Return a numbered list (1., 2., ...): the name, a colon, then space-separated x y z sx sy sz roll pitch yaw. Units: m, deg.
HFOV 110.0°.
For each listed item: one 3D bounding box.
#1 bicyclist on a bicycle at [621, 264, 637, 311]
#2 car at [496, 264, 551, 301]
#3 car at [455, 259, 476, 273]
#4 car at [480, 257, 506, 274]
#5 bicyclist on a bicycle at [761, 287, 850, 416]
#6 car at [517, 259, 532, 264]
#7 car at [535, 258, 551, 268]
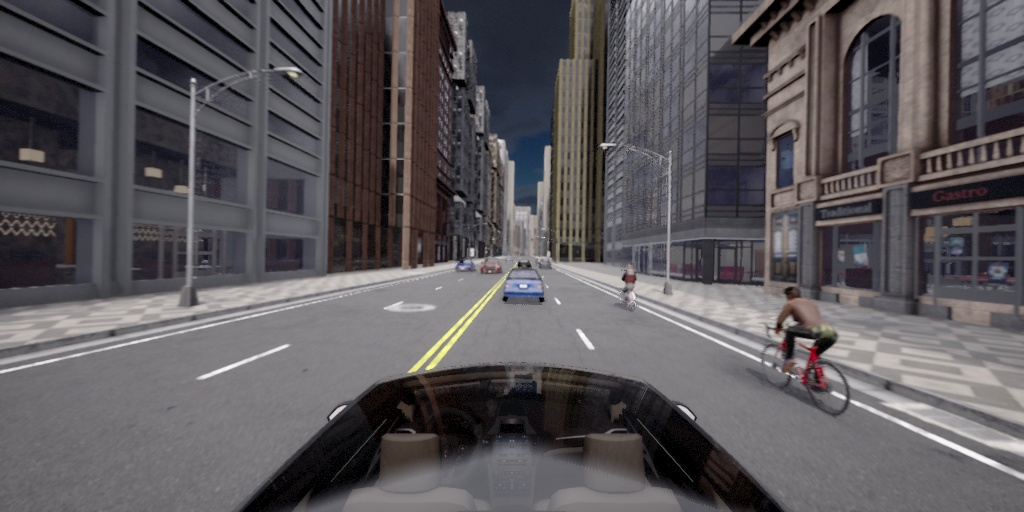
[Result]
1. bicyclist on a bicycle: 4.492 1.197 13.934 0.659 1.776 1.843 1 0 2
2. car: 0.560 1.291 17.305 2.033 1.411 5.357 1 0 2
3. car: -5.300 1.099 41.219 1.812 1.442 4.674 1 0 2
4. car: -2.154 0.996 38.179 2.097 1.767 4.553 1 0 2
5. bicyclist on a bicycle: 4.187 1.284 5.225 0.582 1.620 1.656 1 0 2
6. car: 1.670 1.157 49.033 1.882 1.535 5.008 1 0 2
7. car: 5.180 1.205 56.595 2.128 1.511 4.902 1 0 2
